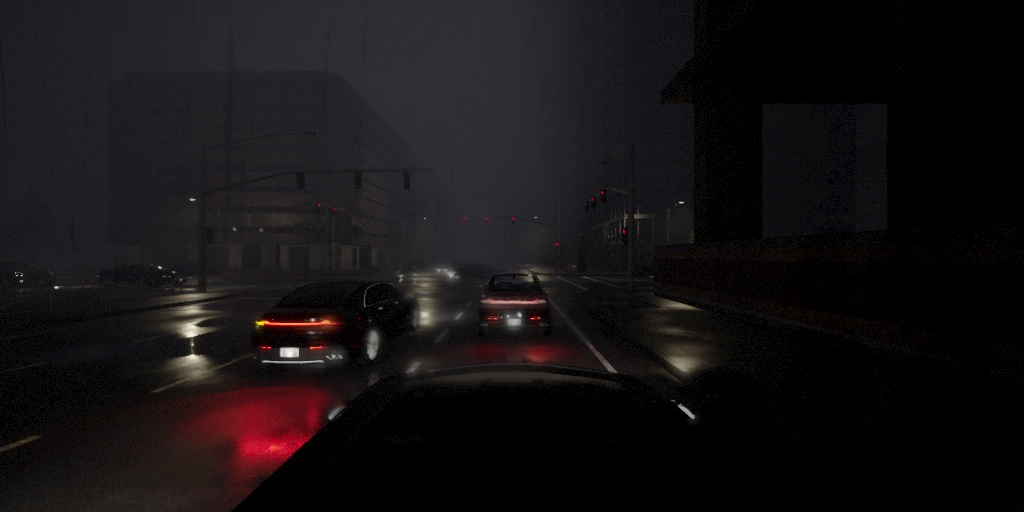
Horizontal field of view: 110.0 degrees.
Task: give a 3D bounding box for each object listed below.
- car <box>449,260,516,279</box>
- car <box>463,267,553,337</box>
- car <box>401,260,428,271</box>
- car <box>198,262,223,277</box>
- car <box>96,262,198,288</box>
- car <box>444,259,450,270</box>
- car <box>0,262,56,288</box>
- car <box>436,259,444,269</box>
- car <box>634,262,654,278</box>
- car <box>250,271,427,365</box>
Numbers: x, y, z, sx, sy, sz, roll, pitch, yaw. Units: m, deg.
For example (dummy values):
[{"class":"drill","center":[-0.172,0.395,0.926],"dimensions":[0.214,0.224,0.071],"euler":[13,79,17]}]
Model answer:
[{"class":"car","center":[-2.604,1.331,30.432],"dimensions":[5.357,1.411,2.033],"euler":[0,0,41]},{"class":"car","center":[0.060,1.244,10.332],"dimensions":[2.128,1.511,4.902],"euler":[0,0,0]},{"class":"car","center":[-11.302,1.243,41.716],"dimensions":[1.882,1.535,5.008],"euler":[0,0,4]},{"class":"car","center":[-30.617,1.293,34.357],"dimensions":[5.008,1.535,1.882],"euler":[0,0,1]},{"class":"car","center":[-24.323,1.304,23.694],"dimensions":[4.902,1.511,2.128],"euler":[0,0,0]},{"class":"car","center":[-7.476,1.256,49.102],"dimensions":[2.128,1.511,4.902],"euler":[0,0,0]},{"class":"car","center":[-33.390,1.165,23.714],"dimensions":[4.553,1.767,2.097],"euler":[0,0,0]},{"class":"car","center":[-10.928,1.259,57.969],"dimensions":[2.128,1.511,4.902],"euler":[0,0,1]},{"class":"car","center":[13.954,1.307,34.320],"dimensions":[4.902,1.511,2.128],"euler":[0,0,0]},{"class":"car","center":[-3.450,1.257,8.013],"dimensions":[1.837,1.490,4.892],"euler":[0,0,0]}]
